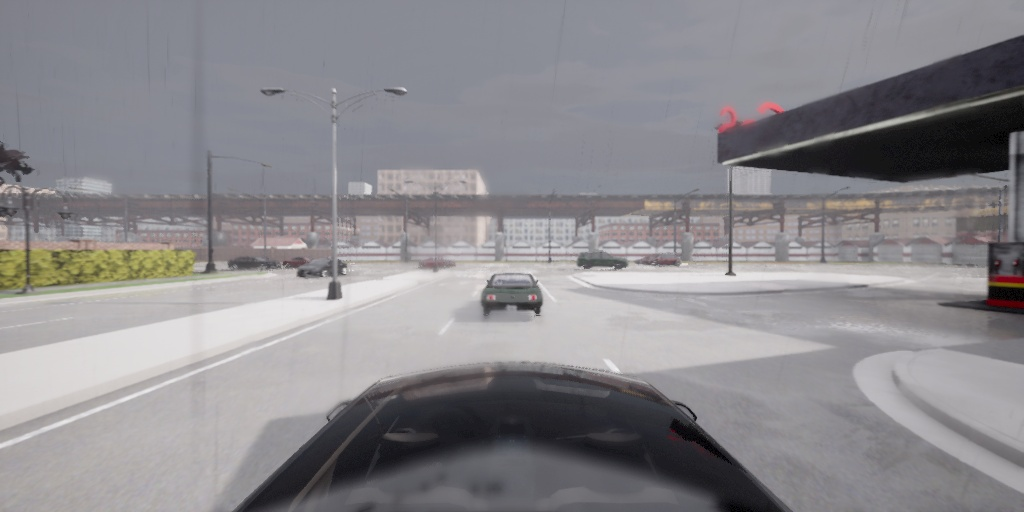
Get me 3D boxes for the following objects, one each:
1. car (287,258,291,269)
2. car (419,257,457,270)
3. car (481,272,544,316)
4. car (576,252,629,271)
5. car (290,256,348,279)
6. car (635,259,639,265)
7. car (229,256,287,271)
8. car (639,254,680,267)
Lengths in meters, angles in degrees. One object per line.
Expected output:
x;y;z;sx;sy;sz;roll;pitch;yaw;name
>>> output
-23.717;0.769;40.943;4.674;1.442;1.812;0;1;1;car
-8.422;0.827;40.857;4.181;1.385;1.994;0;1;0;car
0.010;1.217;12.696;1.895;1.301;4.718;0;1;0;car
9.926;0.527;39.512;5.566;2.045;2.150;0;1;12;car
-14.741;0.914;28.204;1.837;1.490;4.892;1;1;3;car
20.230;0.689;52.130;4.674;1.442;1.812;0;0;-8;car
-26.766;0.788;37.463;4.892;1.490;1.837;0;1;1;car
20.191;0.561;48.434;4.553;1.767;2.097;0;1;-6;car
